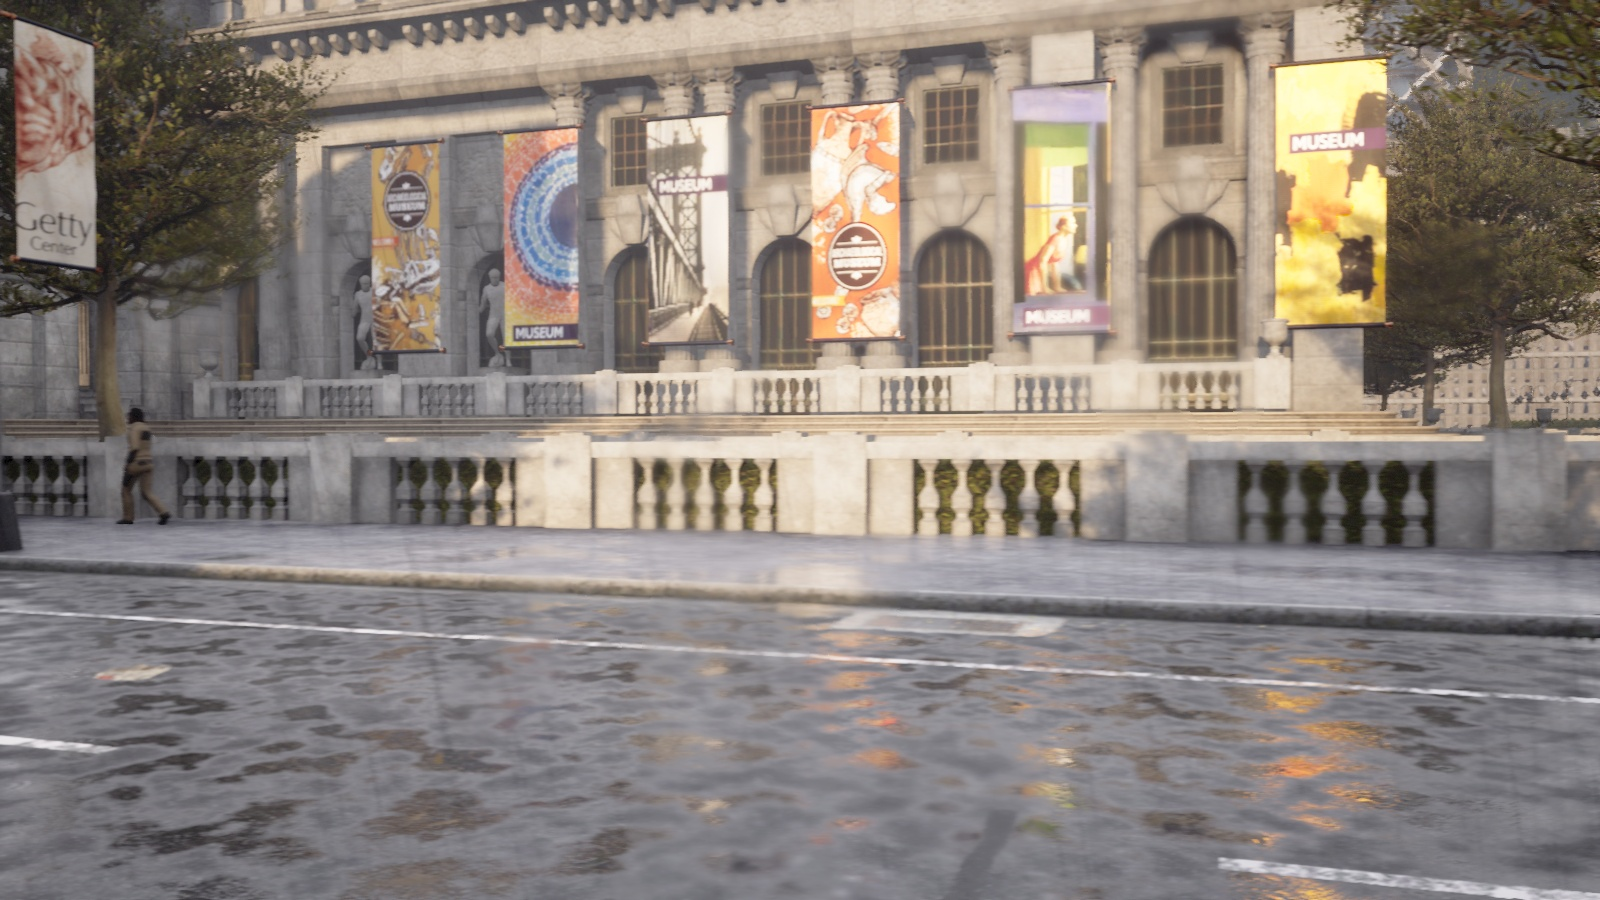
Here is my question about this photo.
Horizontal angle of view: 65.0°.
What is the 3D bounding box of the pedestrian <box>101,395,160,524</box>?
[{"bbox_3d":[-10.185,0.139,19.123,0.692,1.930,0.396,0,1,11],"label":"pedestrian"}]
